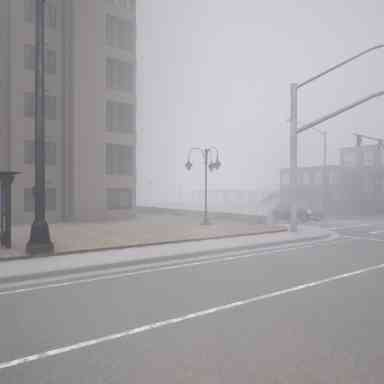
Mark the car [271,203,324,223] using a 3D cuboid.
[{"bbox_3d":[9.141,1.744,29.119,2.097,1.767,4.553,1,-5,-36],"label":"car"}]
